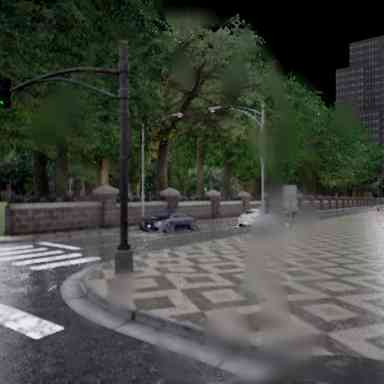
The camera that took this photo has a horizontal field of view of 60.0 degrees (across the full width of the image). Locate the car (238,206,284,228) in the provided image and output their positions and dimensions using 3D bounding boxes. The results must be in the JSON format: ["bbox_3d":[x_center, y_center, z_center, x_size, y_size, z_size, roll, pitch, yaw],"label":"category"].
[{"bbox_3d":[5.178,2.025,25.579,1.812,1.442,4.674,0,-1,36],"label":"car"}]

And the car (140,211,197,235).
[{"bbox_3d":[-1.446,1.920,21.740,1.994,1.385,4.181,0,-1,35],"label":"car"}]

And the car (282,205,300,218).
[{"bbox_3d":[11.379,2.323,39.796,1.837,1.490,4.892,0,-2,36],"label":"car"}]

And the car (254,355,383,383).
[{"bbox_3d":[2.196,1.552,1.392,4.403,1.369,2.008,0,0,36],"label":"car"}]
